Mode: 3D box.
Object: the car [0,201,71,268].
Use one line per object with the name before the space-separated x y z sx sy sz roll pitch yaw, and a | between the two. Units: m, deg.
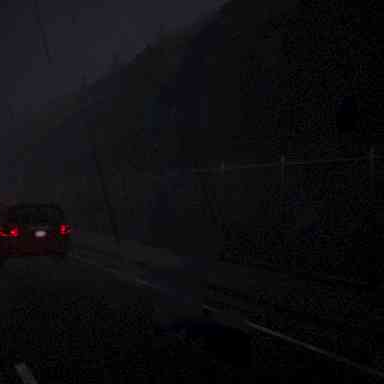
car | -6.194 1.326 11.918 2.150 2.045 5.566 1 -1 -40
